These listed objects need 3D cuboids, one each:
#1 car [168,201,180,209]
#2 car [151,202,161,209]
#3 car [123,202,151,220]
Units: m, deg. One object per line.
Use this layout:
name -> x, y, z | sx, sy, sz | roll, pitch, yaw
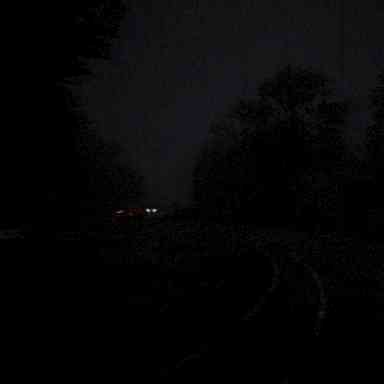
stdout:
car -> -3.388, 2.446, 64.610 | 1.837, 1.490, 4.892 | -1, 0, 5
car -> -7.121, 2.497, 62.480 | 2.033, 1.411, 5.357 | -1, -1, 5
car -> -5.894, 2.032, 34.903 | 1.882, 1.535, 5.008 | -1, -1, 1
